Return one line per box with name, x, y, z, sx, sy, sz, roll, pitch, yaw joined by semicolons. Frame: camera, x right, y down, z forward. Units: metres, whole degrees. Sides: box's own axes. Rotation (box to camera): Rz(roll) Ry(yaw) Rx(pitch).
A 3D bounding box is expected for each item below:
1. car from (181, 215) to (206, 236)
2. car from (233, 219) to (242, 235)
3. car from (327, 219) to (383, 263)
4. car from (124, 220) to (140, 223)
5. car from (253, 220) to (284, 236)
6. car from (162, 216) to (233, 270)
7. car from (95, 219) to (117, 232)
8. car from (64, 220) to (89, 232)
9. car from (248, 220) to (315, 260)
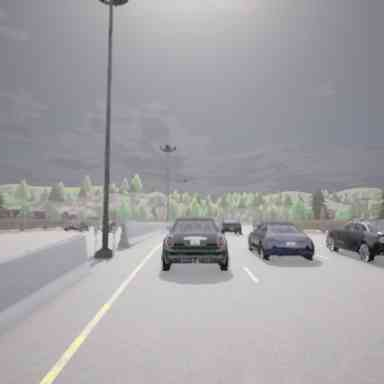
car;0.094;3.015;30.122;2.097;1.767;4.553;0;-5;0
car;3.593;3.324;32.195;1.882;1.535;5.008;0;-5;0
car;7.098;1.852;13.374;2.128;1.511;4.902;0;-3;0
car;-7.098;4.038;39.741;1.812;1.442;4.674;0;-5;0
car;7.094;3.331;31.290;1.994;1.385;4.181;0;-5;0
car;0.098;1.655;12.234;2.097;1.767;4.553;0;-3;0
car;-10.593;4.150;41.380;2.128;1.511;4.902;0;-5;0
car;-14.095;4.168;40.772;1.994;1.385;4.181;0;-5;0
car;3.598;1.962;14.087;1.994;1.385;4.181;0;-3;0
